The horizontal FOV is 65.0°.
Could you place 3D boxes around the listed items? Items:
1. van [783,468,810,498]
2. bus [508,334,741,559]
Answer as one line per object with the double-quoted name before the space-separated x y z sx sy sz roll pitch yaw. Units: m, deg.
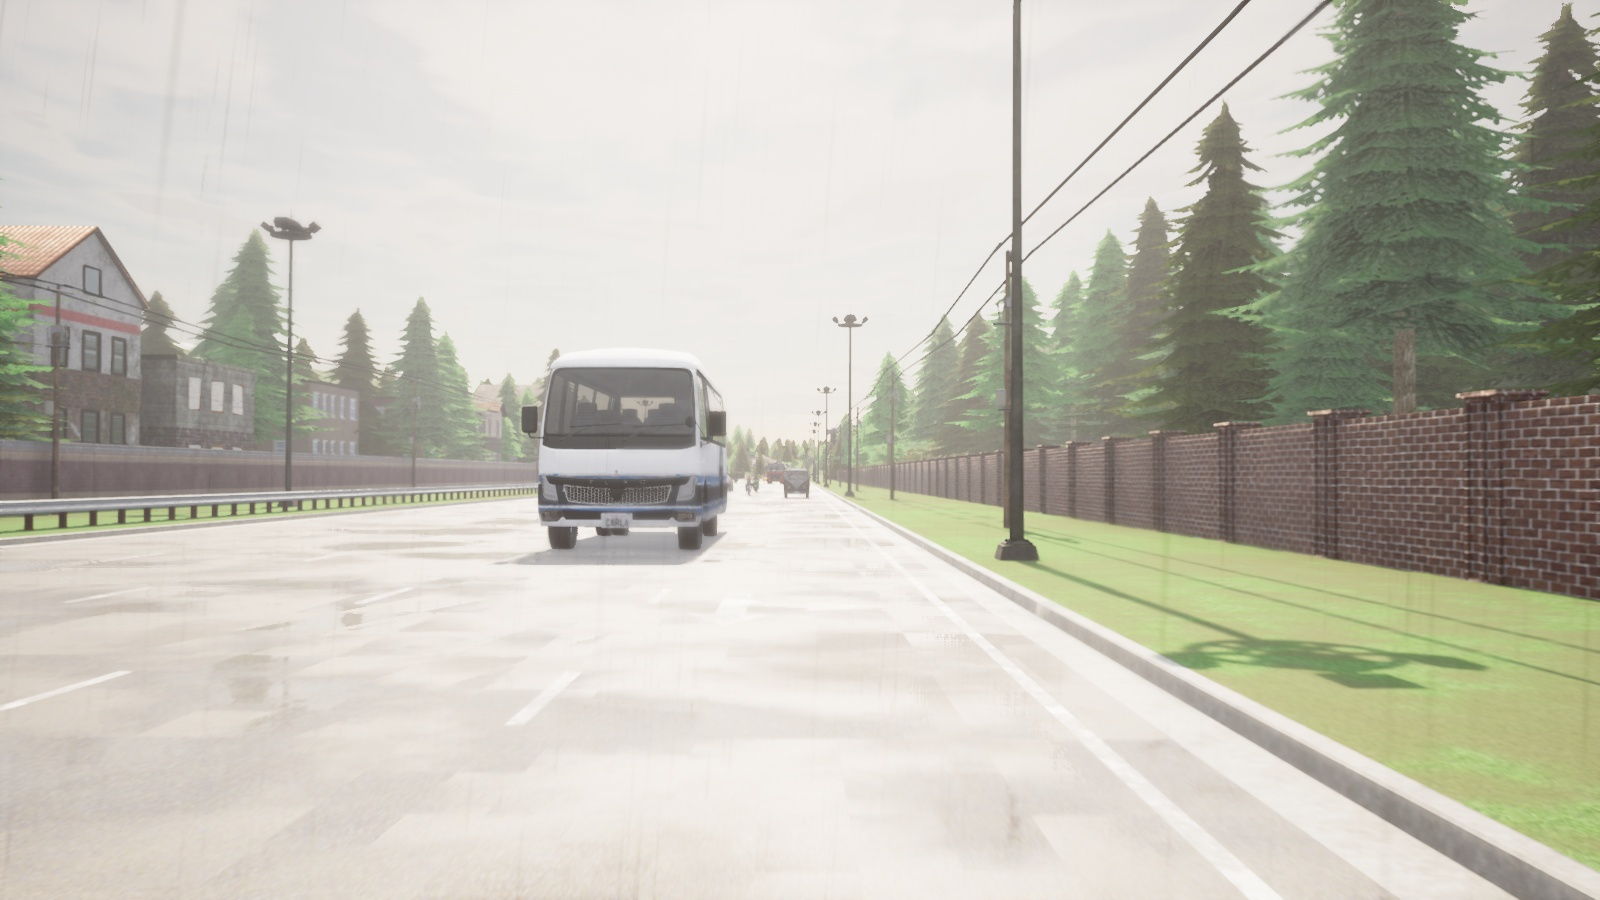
"van" -0.210 2.225 84.741 1.775 1.987 4.442 0 -1 0
"bus" -3.577 0.022 28.962 3.944 4.253 10.273 0 -1 0
